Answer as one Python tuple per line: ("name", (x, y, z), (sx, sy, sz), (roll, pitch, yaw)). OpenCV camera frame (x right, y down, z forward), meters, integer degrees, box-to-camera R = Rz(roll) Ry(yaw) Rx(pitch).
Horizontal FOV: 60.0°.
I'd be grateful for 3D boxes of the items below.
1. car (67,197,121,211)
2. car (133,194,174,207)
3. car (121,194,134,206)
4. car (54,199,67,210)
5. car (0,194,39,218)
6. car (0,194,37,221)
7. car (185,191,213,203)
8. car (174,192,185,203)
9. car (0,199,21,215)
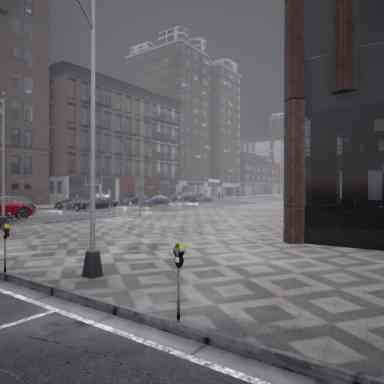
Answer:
("car", (-10.019, 1.246, 34.403), (1.895, 1.301, 4.718), (0, 1, 36))
("car", (-4.713, 1.045, 41.779), (1.812, 1.442, 4.674), (0, 1, 36))
("car", (-7.581, 1.011, 43.354), (1.837, 1.490, 4.892), (0, 1, 36))
("car", (-12.742, 1.194, 36.215), (1.994, 1.385, 4.181), (0, 1, 34))
("car", (-15.265, 1.124, 27.106), (2.097, 1.767, 4.553), (0, 1, 36))
("car", (-13.980, 1.048, 22.965), (2.150, 2.045, 5.566), (0, 1, 36))
("car", (1.355, 0.943, 50.168), (1.994, 1.385, 4.181), (0, 1, 36))
("car", (-1.366, 0.716, 51.950), (2.097, 1.767, 4.553), (0, 1, 36))
("car", (-17.848, 1.355, 29.082), (1.895, 1.301, 4.718), (0, 1, 36))
